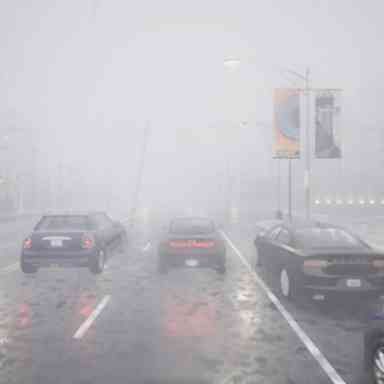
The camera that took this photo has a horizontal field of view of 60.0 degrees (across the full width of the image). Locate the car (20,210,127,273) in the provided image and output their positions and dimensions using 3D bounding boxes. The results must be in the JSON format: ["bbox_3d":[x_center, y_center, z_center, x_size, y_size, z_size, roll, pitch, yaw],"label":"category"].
[{"bbox_3d":[-3.495,1.337,10.720,2.097,1.767,4.553,0,0,0],"label":"car"}]

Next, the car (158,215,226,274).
[{"bbox_3d":[0.005,1.489,10.553,1.837,1.490,4.892,0,0,0],"label":"car"}]

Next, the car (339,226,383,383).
[{"bbox_3d":[3.032,1.352,1.980,2.185,1.767,4.553,0,0,-1],"label":"car"}]

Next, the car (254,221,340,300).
[{"bbox_3d":[2.856,1.469,8.404,2.097,1.535,5.008,0,0,-1],"label":"car"}]

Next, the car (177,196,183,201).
[{"bbox_3d":[-1.300,1.430,81.500,2.033,1.411,5.357,0,0,36],"label":"car"}]

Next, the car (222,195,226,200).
[{"bbox_3d":[10.396,1.232,92.484,4.553,1.767,2.097,0,0,-37],"label":"car"}]

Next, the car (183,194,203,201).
[{"bbox_3d":[0.618,1.250,78.175,2.097,1.767,4.553,0,0,33],"label":"car"}]

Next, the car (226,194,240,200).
[{"bbox_3d":[12.090,1.236,89.400,4.553,1.767,2.097,0,0,-37],"label":"car"}]
